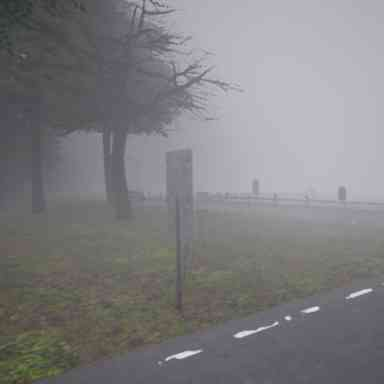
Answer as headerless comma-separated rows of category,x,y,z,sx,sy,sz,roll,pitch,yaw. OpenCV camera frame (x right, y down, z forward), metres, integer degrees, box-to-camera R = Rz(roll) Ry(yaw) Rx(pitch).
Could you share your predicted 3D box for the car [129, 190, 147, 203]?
car,-8.299,0.565,48.385,2.097,1.767,4.553,-1,2,-35
